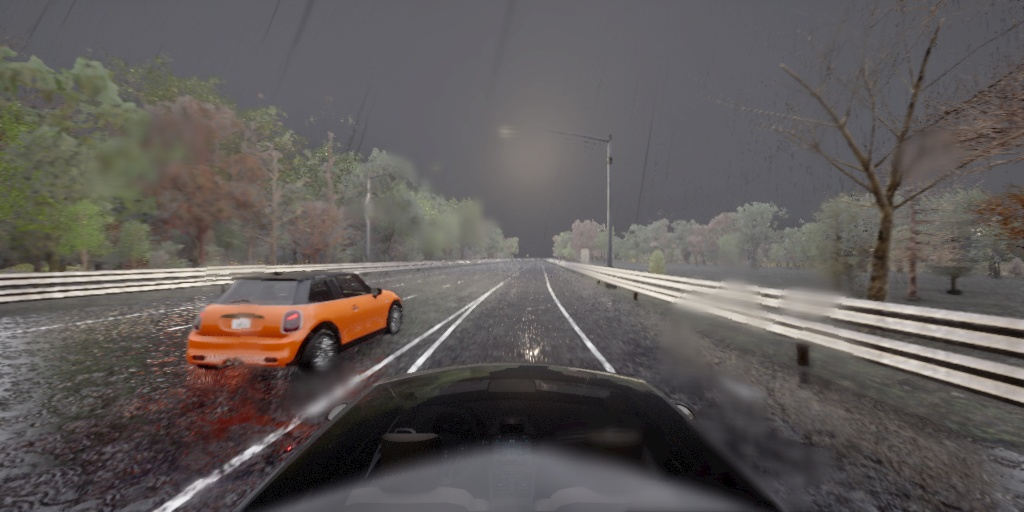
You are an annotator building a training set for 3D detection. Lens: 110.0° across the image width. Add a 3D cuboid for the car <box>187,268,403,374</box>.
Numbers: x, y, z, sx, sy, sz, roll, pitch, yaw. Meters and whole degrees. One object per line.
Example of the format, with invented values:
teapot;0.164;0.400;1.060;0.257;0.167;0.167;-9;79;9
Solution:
car;-4.075;1.101;7.745;2.097;1.767;4.553;0;0;5
